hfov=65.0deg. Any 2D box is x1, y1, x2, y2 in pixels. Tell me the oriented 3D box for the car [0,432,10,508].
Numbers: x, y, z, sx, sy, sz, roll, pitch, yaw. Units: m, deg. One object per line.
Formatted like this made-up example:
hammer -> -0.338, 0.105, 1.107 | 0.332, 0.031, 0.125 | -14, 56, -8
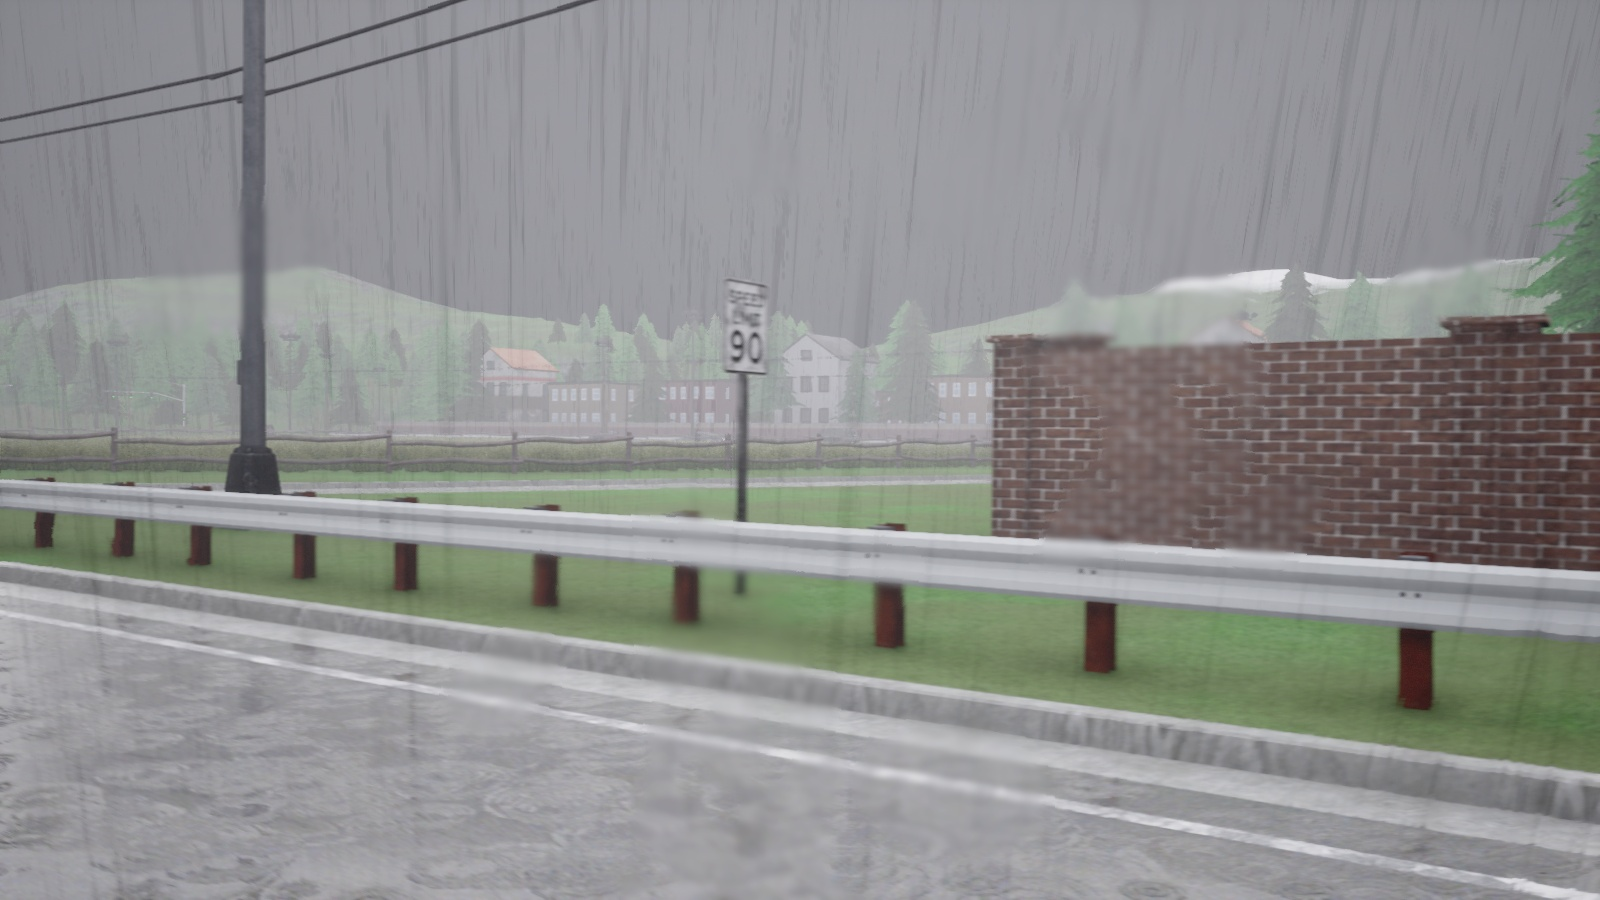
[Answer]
car -> -18.806, 0.449, 25.741 | 3.988, 1.617, 1.851 | -1, 1, -11
